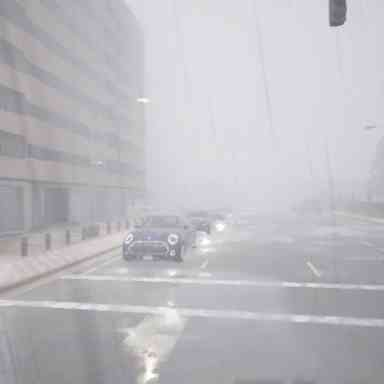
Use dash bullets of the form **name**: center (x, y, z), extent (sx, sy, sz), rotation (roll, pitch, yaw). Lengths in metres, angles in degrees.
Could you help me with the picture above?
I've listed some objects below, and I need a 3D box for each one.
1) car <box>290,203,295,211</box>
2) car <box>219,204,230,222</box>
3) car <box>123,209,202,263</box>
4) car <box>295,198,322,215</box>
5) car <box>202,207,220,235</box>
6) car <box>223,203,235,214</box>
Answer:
- **car**: center (16.587, 2.347, 52.227), extent (1.895, 1.301, 4.718), rotation (-1, -1, 10)
- **car**: center (2.449, 2.214, 33.210), extent (1.895, 1.301, 4.718), rotation (-1, -1, 10)
- **car**: center (-1.091, 1.654, 13.352), extent (2.097, 1.767, 4.553), rotation (-1, -1, 10)
- **car**: center (14.765, 1.803, 41.758), extent (2.150, 2.045, 5.566), rotation (-1, -1, 10)
- **car**: center (0.513, 1.949, 22.351), extent (1.837, 1.490, 4.892), rotation (-1, -1, 10)
- **car**: center (5.037, 2.340, 47.369), extent (1.837, 1.490, 4.892), rotation (-1, -2, 11)
